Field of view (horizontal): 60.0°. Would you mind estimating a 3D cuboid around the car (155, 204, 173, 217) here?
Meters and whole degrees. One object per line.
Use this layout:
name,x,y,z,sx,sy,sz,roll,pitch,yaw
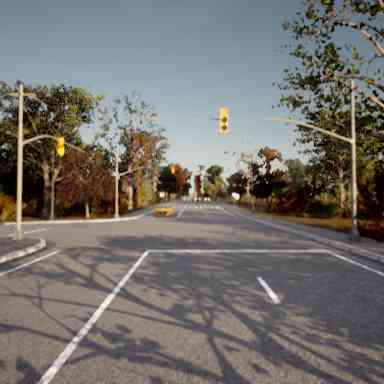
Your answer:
car,-3.431,2.237,41.073,1.882,1.535,5.008,0,-1,0
